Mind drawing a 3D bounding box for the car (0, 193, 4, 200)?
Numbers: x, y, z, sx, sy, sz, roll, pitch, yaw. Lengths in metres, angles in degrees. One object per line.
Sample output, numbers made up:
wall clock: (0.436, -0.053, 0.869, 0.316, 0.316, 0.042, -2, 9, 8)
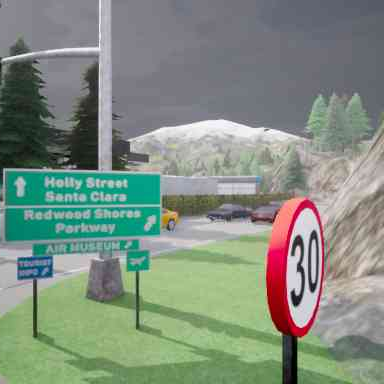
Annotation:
car: (-38.544, 1.490, 69.976, 4.514, 1.523, 2.007, 0, 0, 35)

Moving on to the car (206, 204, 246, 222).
car: (3.385, 1.739, 29.078, 2.033, 1.411, 5.357, 0, 0, 36)

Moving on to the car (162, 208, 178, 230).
car: (-2.885, 1.669, 20.459, 1.882, 1.535, 5.008, 0, 0, 36)

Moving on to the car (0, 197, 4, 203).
car: (-12.342, 1.505, 26.034, 1.905, 1.878, 3.866, 0, 0, 35)

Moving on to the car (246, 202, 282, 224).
car: (6.403, 1.755, 26.940, 1.994, 1.385, 4.181, 0, 0, 36)
